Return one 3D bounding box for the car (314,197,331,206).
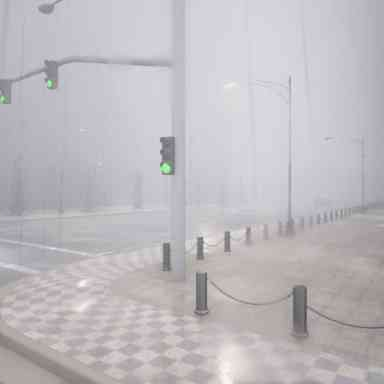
[{"bbox_3d":[21.417,1.508,54.572,1.994,1.385,4.181,0,0,35],"label":"car"}]
